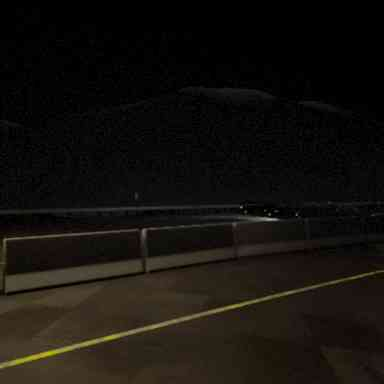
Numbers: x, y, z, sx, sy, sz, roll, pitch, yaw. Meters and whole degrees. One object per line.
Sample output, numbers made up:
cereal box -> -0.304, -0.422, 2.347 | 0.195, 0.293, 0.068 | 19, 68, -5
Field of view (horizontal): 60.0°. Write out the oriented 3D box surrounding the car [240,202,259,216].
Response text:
car -> 7.010, 1.567, 32.384 | 4.718, 1.301, 1.895 | 0, 0, -27

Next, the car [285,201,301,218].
car -> 10.082, 1.467, 26.071 | 4.902, 1.511, 2.128 | 0, 0, -27

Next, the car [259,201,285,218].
car -> 8.949, 1.518, 29.468 | 5.357, 1.411, 2.033 | 0, 0, -27

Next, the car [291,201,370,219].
car -> 9.422, 1.528, 21.829 | 5.357, 1.411, 2.033 | 0, 0, -28
